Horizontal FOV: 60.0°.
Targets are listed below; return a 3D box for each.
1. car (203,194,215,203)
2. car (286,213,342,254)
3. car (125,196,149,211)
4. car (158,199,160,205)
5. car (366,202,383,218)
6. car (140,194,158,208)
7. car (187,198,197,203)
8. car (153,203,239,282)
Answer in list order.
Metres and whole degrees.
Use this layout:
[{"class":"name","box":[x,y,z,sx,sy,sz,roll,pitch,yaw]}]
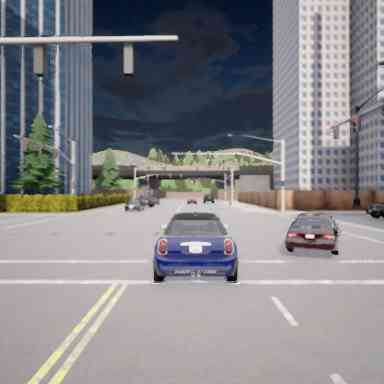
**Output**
[{"class":"car","box":[3.505,1.354,69.302,2.150,2.045,5.566,0,0,0]},{"class":"car","box":[5.108,1.578,13.764,2.033,1.411,5.357,0,0,24]},{"class":"car","box":[-7.092,1.581,41.356,2.128,1.511,4.902,0,0,0]},{"class":"car","box":[-6.995,1.696,61.089,1.994,1.385,4.181,0,0,0]},{"class":"car","box":[17.845,1.283,28.180,5.566,2.045,2.150,0,0,0]},{"class":"car","box":[-7.068,1.332,51.224,2.150,2.045,5.566,0,0,0]},{"class":"car","box":[0.021,1.739,63.820,1.895,1.301,4.718,0,0,0]},{"class":"car","box":[0.093,1.373,9.967,2.097,1.767,4.553,0,0,0]}]
